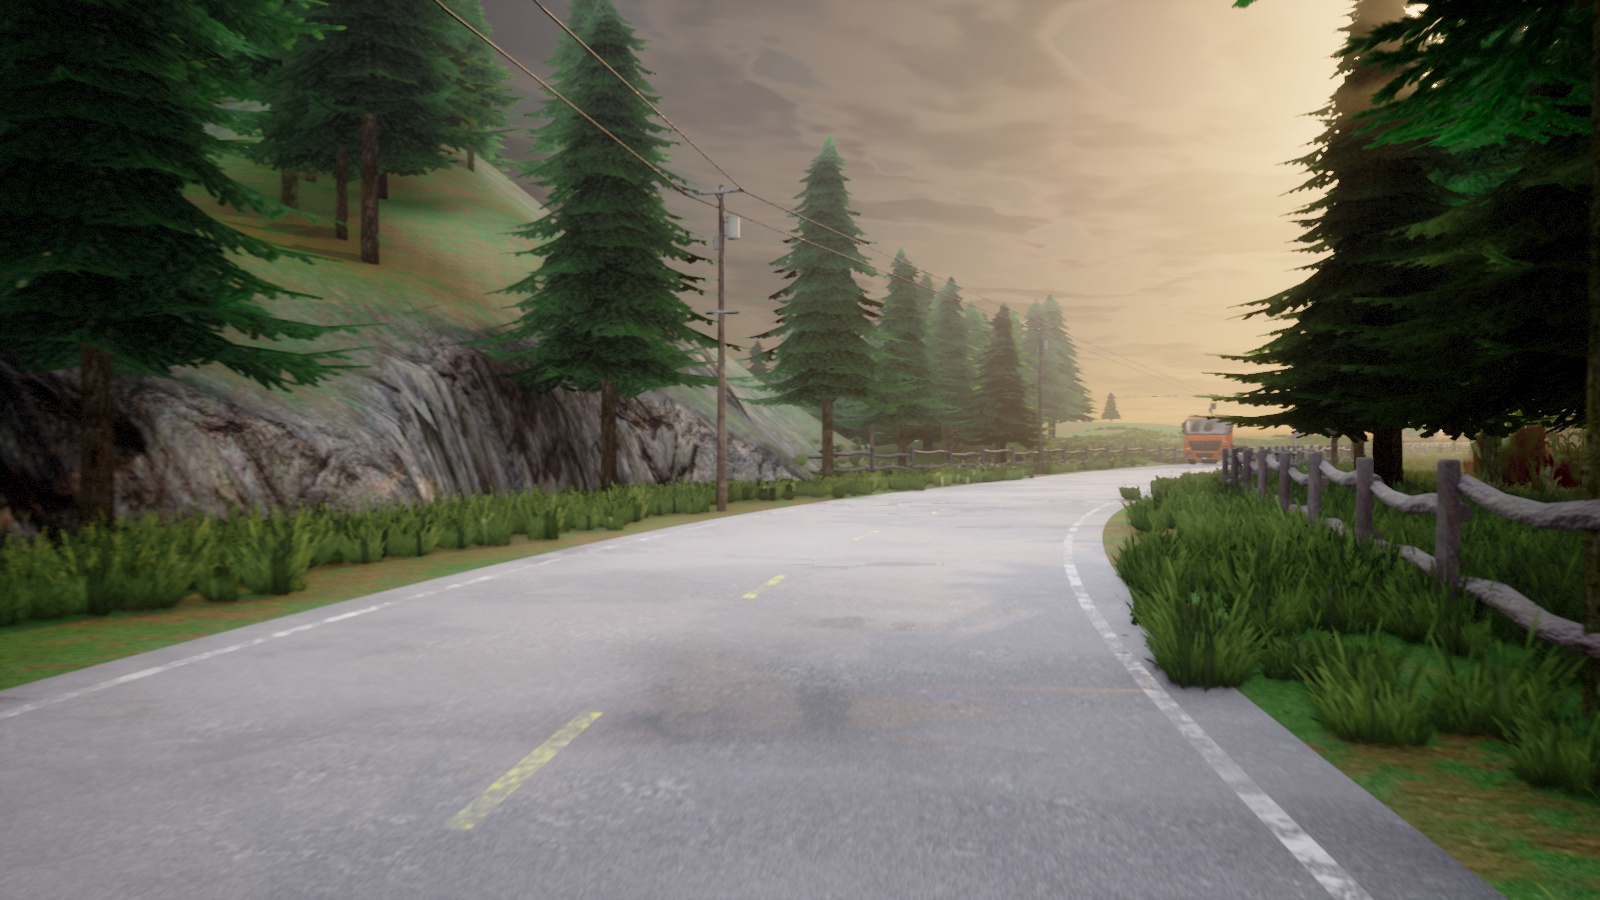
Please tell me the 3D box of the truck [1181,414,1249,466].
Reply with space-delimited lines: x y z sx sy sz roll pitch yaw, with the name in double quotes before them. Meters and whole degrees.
"truck" 28.880 -0.681 87.151 2.891 3.462 7.936 0 0 30
